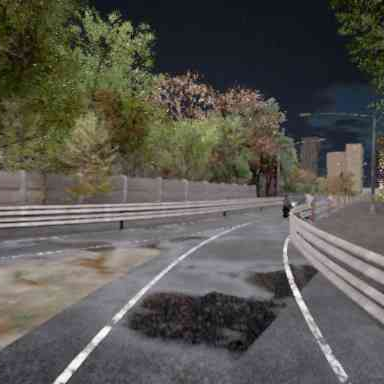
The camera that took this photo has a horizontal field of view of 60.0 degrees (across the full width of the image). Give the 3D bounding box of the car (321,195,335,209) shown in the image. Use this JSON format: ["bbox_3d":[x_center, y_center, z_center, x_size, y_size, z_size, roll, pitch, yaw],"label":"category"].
[{"bbox_3d":[17.861,1.220,44.452,2.097,1.767,4.553,1,0,29],"label":"car"}]

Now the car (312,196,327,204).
[{"bbox_3d":[24.228,1.403,63.085,2.033,1.411,5.357,1,0,29],"label":"car"}]

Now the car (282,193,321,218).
[{"bbox_3d":[9.541,1.102,29.273,2.150,2.045,5.566,1,1,29],"label":"car"}]
